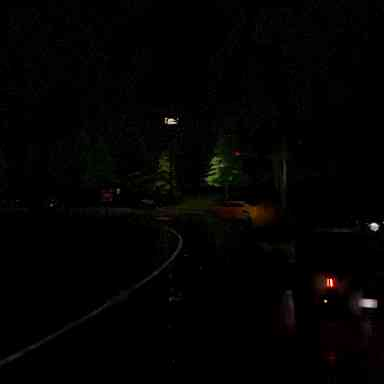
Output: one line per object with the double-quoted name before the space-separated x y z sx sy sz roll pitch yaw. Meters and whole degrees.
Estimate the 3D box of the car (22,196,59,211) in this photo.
"car" -18.580 1.565 41.094 4.181 1.385 1.994 0 0 32

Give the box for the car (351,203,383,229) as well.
"car" 11.689 1.548 17.748 5.357 1.411 2.033 0 0 32

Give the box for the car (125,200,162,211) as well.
"car" -6.074 1.602 41.450 4.718 1.301 1.895 0 0 32

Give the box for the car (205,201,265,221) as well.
"car" 3.436 1.479 27.129 5.008 1.535 1.882 0 0 32

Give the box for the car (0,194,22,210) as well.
"car" -23.055 1.221 39.789 5.566 2.045 2.150 0 0 32

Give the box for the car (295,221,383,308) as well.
"car" 3.514 1.601 7.810 1.895 1.301 4.718 0 0 14

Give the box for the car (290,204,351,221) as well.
"car" 10.441 1.602 26.830 4.718 1.301 1.895 0 0 32

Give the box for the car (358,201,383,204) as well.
"car" 14.812 1.479 28.202 5.008 1.535 1.882 0 0 32

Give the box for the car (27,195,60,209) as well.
"car" -20.860 1.353 46.685 4.553 1.767 2.097 0 0 32

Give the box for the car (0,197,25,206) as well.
"car" -30.775 1.565 57.119 4.181 1.385 1.994 0 0 32
